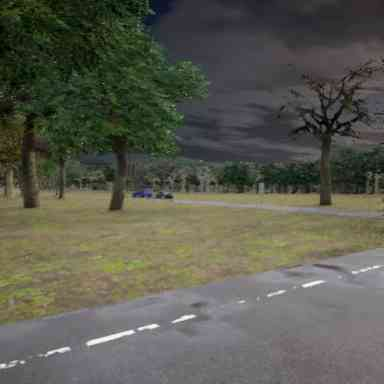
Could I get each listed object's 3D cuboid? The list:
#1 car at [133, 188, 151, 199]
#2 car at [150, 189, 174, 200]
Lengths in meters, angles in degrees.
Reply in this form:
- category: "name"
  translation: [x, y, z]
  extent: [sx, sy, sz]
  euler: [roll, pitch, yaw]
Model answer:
- category: "car"
  translation: [-9.767, 0.337, 66.155]
  extent: [2.150, 2.045, 5.566]
  euler: [2, -1, -36]
- category: "car"
  translation: [-5.063, 0.632, 59.678]
  extent: [1.837, 1.490, 4.892]
  euler: [2, -1, -35]
